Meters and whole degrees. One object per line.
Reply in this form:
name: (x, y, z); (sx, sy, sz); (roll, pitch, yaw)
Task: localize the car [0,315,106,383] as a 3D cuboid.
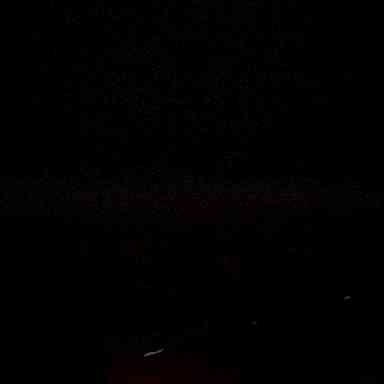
car: (-2.801, 1.453, 1.245); (5.008, 1.535, 1.882); (1, 0, -36)
